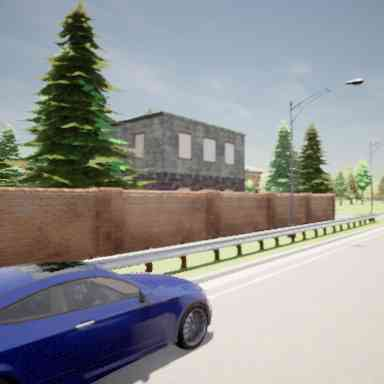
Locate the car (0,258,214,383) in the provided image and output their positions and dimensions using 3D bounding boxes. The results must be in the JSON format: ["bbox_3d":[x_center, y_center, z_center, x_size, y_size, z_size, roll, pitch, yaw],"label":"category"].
[{"bbox_3d":[-1.634,1.630,4.382,1.812,1.442,4.674,-1,-2,41],"label":"car"}]
